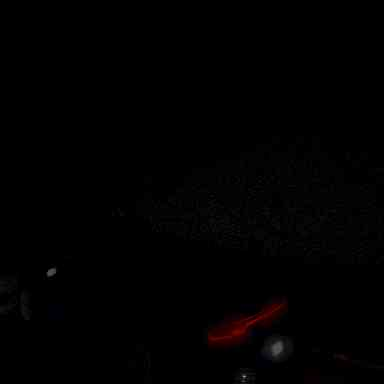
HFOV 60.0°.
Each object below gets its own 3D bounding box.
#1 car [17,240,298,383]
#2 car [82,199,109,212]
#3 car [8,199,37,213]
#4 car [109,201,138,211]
[{"bbox_3d":[-0.947,1.495,5.151,5.008,1.535,1.882,0,0,42],"label":"car"},{"bbox_3d":[-11.830,1.621,41.757,1.882,1.535,5.008,0,0,12],"label":"car"},{"bbox_3d":[-19.776,1.634,38.730,2.128,1.511,4.902,0,0,10],"label":"car"},{"bbox_3d":[-8.200,1.741,42.220,1.895,1.301,4.718,0,0,13],"label":"car"}]
